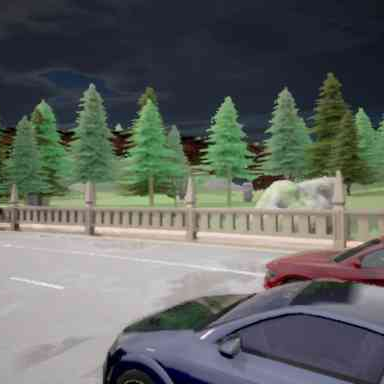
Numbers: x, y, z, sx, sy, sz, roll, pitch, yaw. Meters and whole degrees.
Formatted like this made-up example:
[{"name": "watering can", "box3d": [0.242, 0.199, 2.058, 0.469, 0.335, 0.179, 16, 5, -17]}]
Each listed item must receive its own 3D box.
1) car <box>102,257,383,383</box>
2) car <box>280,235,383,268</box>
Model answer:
[{"name": "car", "box3d": [1.119, 1.549, 3.006, 4.181, 1.385, 1.994, -1, 0, 35]}, {"name": "car", "box3d": [3.646, 1.431, 5.520, 5.008, 1.535, 1.882, -1, 0, 35]}]
